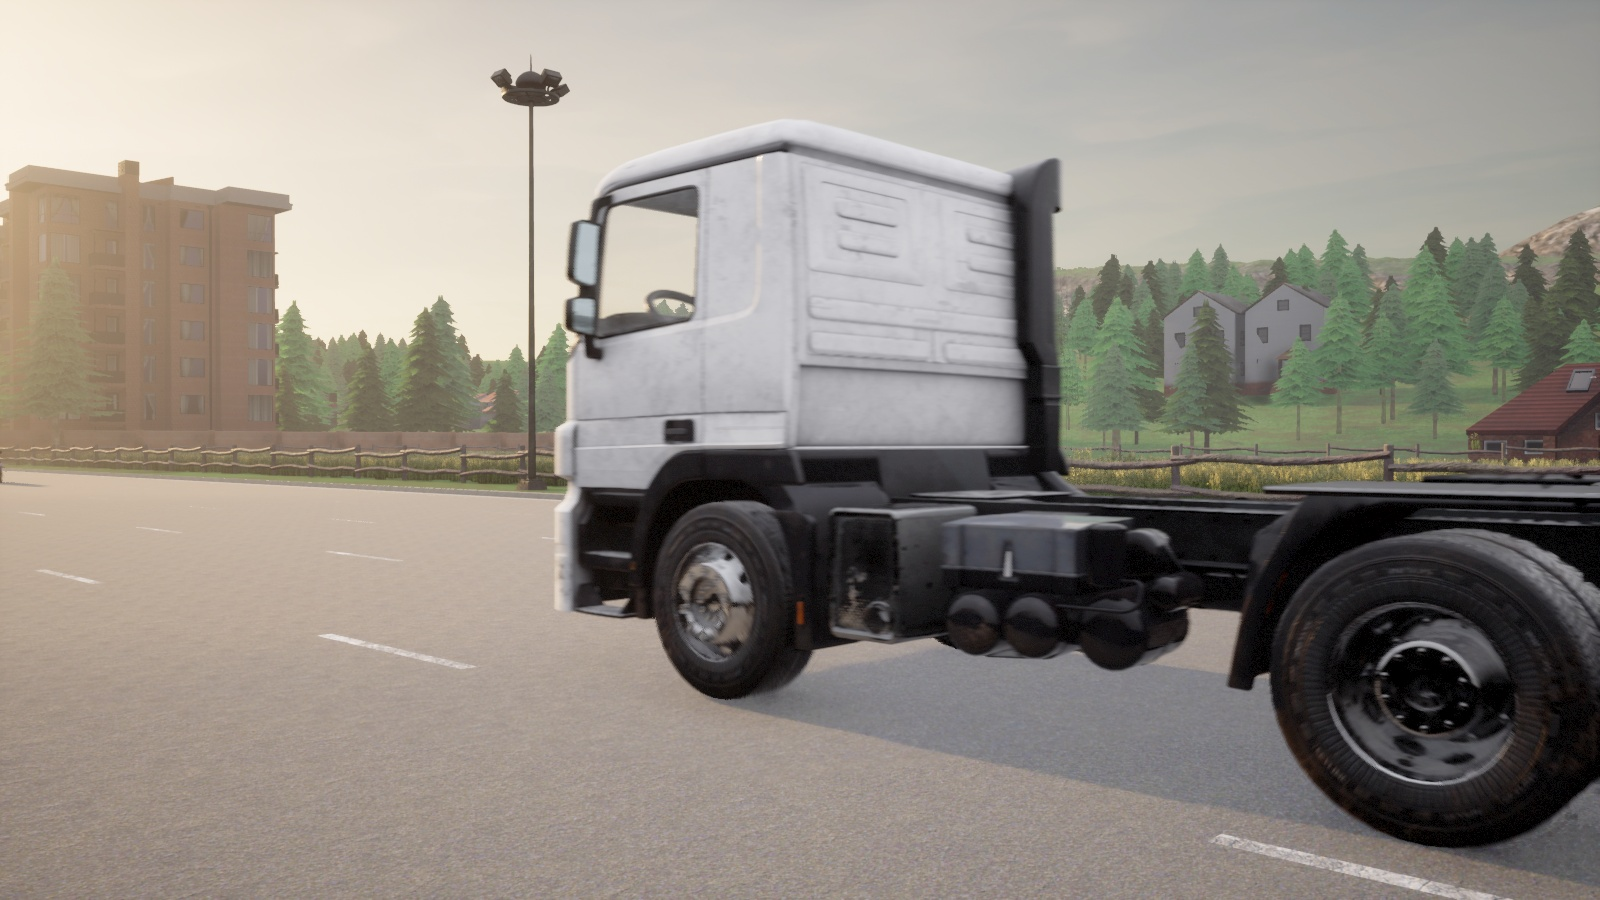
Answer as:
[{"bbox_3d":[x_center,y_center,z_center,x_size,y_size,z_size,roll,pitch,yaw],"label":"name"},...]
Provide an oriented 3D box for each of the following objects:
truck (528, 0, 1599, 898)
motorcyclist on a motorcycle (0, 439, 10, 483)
[{"bbox_3d":[2.053,-0.271,6.686,7.936,3.462,2.891,0,0,44],"label":"truck"},{"bbox_3d":[-30.919,0.401,47.908,2.350,1.649,0.766,0,0,44],"label":"motorcyclist on a motorcycle"}]
